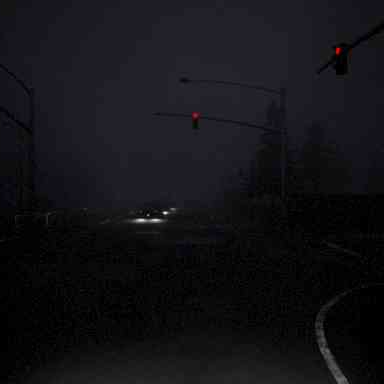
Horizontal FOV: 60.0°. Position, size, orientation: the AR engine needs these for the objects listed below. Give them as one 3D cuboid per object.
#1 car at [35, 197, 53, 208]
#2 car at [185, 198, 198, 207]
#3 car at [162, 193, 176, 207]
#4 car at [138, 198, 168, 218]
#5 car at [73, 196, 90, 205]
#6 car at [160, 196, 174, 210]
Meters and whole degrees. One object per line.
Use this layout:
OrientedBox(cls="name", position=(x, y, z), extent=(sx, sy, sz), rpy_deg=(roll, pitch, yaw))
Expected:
OrientedBox(cls="car", position=(-20.614, 1.384, 45.557), extent=(1.970, 1.475, 3.806), rpy_deg=(0, 0, 0))
OrientedBox(cls="car", position=(-0.118, 1.601, 51.173), extent=(1.895, 1.301, 4.718), rpy_deg=(0, 0, 0))
OrientedBox(cls="car", position=(-3.659, 1.221, 50.979), extent=(2.150, 2.045, 5.566), rpy_deg=(0, 0, -2))
OrientedBox(cls="car", position=(-3.671, 1.547, 30.521), extent=(2.033, 1.411, 5.357), rpy_deg=(0, 0, 0))
OrientedBox(cls="car", position=(-17.578, 1.374, 52.955), extent=(1.845, 1.501, 3.633), rpy_deg=(0, 0, 0))
OrientedBox(cls="car", position=(-3.688, 1.547, 40.626), extent=(2.033, 1.411, 5.357), rpy_deg=(0, 0, 0))
